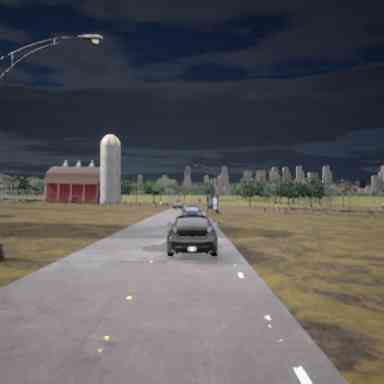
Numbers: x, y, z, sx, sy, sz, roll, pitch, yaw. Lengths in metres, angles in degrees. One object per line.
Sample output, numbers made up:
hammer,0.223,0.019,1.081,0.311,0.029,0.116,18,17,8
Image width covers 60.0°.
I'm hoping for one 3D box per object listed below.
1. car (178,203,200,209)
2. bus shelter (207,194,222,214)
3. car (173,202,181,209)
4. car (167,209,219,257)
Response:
car,0.021,1.914,28.933,1.812,1.442,4.674,0,-1,1
bus shelter,3.117,1.655,47.471,1.920,2.740,3.880,0,-1,0
car,-2.773,2.730,65.727,1.882,1.535,5.008,0,-1,0
car,0.019,1.658,13.528,1.837,1.490,4.892,0,0,0
